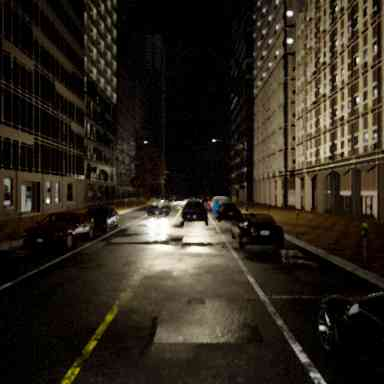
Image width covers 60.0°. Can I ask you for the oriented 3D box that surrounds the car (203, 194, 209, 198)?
[{"bbox_3d":[2.887,1.309,60.084,2.192,1.841,5.009,0,0,0],"label":"car"}]

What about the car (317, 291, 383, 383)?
[{"bbox_3d":[2.703,1.567,3.163,1.947,1.339,4.313,0,0,0],"label":"car"}]

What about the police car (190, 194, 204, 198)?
[{"bbox_3d":[0.232,1.430,42.091,1.930,1.638,5.238,0,0,0],"label":"police car"}]

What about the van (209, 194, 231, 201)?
[{"bbox_3d":[2.795,1.348,31.625,1.690,1.788,3.998,0,0,0],"label":"van"}]

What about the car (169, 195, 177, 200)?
[{"bbox_3d":[-5.384,1.542,94.276,1.802,1.307,4.206,0,0,0],"label":"car"}]

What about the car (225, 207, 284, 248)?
[{"bbox_3d":[2.739,1.572,14.547,1.947,1.339,4.313,0,0,0],"label":"car"}]

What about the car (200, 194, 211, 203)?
[{"bbox_3d":[2.924,1.300,71.469,2.192,1.841,5.009,0,0,0],"label":"car"}]

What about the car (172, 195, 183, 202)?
[{"bbox_3d":[-2.769,1.540,71.742,1.895,1.301,4.718,0,0,0],"label":"car"}]

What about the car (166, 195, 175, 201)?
[{"bbox_3d":[-5.421,1.540,82.893,1.947,1.339,4.313,0,0,0],"label":"car"}]

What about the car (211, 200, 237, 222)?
[{"bbox_3d":[2.776,1.574,25.931,1.947,1.339,4.313,0,0,0],"label":"car"}]

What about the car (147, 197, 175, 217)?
[{"bbox_3d":[-2.998,1.499,31.027,2.128,1.511,4.902,0,0,0],"label":"car"}]

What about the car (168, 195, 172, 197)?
[{"bbox_3d":[-5.439,1.532,77.200,2.008,1.369,4.403,0,0,0],"label":"car"}]

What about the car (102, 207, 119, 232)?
[{"bbox_3d":[-5.623,1.574,20.275,1.947,1.339,4.313,0,0,0],"label":"car"}]

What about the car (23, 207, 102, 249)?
[{"bbox_3d":[-5.641,1.552,14.582,1.887,1.381,4.507,0,0,0],"label":"car"}]

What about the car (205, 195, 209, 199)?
[{"bbox_3d":[2.813,1.446,37.316,1.967,1.590,4.097,0,0,0],"label":"car"}]

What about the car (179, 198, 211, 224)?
[{"bbox_3d":[0.181,1.485,24.525,1.882,1.535,5.008,0,0,0],"label":"car"}]

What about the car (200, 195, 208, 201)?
[{"bbox_3d":[2.960,1.499,83.023,1.752,1.417,4.829,0,0,0],"label":"car"}]

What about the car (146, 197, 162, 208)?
[{"bbox_3d":[-5.532,1.528,48.568,1.752,1.417,4.829,0,0,0],"label":"car"}]
